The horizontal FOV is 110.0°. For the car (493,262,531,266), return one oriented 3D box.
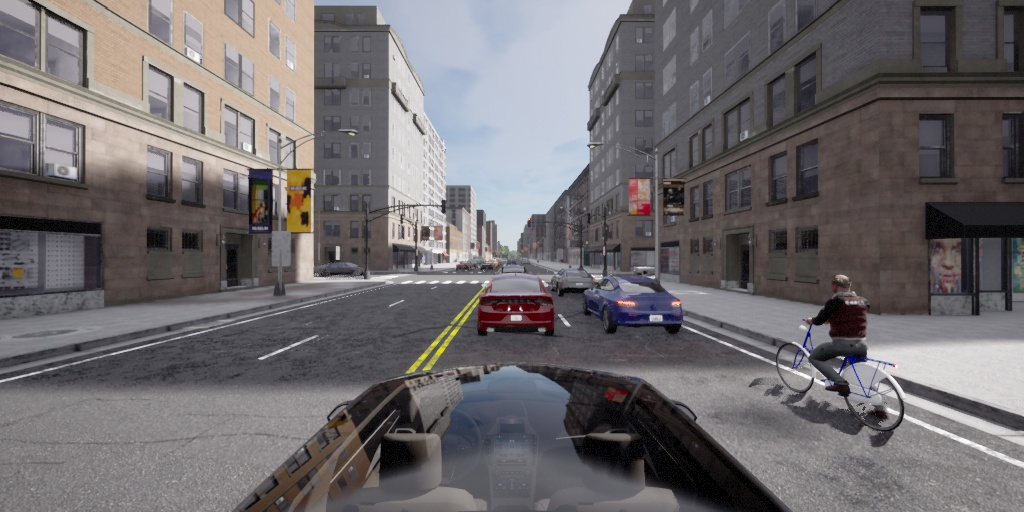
[{"bbox_3d":[0.086,1.259,19.942,1.837,1.490,4.892,0,0,0],"label":"car"}]

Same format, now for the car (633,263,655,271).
[{"bbox_3d":[15.021,1.410,37.179,4.718,1.301,1.895,0,0,1],"label":"car"}]

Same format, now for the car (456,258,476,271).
[{"bbox_3d":[-6.646,1.368,50.373,1.895,1.301,4.718,0,0,0],"label":"car"}]

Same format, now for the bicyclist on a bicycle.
[{"bbox_3d":[4.143,1.121,4.715,0.659,1.776,1.843,0,0,0],"label":"bicyclist on a bicycle"}]

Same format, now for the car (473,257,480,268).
[{"bbox_3d":[-6.636,1.274,59.475,1.837,1.490,4.892,0,0,0],"label":"car"}]

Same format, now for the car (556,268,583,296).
[{"bbox_3d":[3.236,1.317,19.197,1.994,1.385,4.181,0,0,0],"label":"car"}]

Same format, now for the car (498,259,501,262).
[{"bbox_3d":[-3.383,1.247,59.816,1.882,1.535,5.008,0,0,0],"label":"car"}]

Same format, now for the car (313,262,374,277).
[{"bbox_3d":[-16.189,1.287,34.416,5.357,1.411,2.033,0,0,-2],"label":"car"}]

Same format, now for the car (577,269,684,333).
[{"bbox_3d":[3.339,1.277,10.598,1.812,1.442,4.674,0,0,0],"label":"car"}]

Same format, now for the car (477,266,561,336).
[{"bbox_3d":[0.094,1.229,10.459,1.882,1.535,5.008,0,0,0],"label":"car"}]

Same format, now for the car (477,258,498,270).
[{"bbox_3d":[-3.385,1.368,50.424,1.895,1.301,4.718,0,0,0],"label":"car"}]
